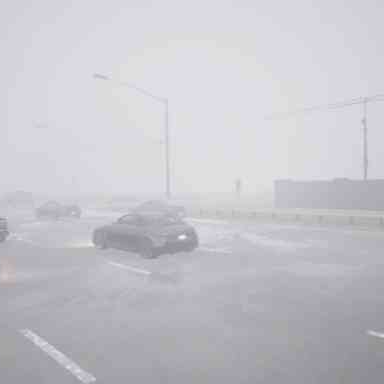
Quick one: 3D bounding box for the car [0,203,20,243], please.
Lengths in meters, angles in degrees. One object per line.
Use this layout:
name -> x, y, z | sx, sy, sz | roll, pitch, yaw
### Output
car -> -9.591, 1.396, 14.452 | 4.902, 1.511, 2.128 | 0, 1, 44

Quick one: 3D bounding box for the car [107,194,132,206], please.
car -> -8.840, 0.983, 42.763 | 4.181, 1.385, 1.994 | -1, 1, -5

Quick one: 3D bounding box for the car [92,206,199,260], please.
car -> -1.762, 1.387, 11.801 | 4.181, 1.385, 1.994 | 0, 1, 44

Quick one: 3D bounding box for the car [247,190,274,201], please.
car -> 10.344, 0.496, 48.339 | 5.008, 1.535, 1.882 | -1, 1, -21

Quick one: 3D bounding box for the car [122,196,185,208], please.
car -> -2.336, 1.187, 22.041 | 4.674, 1.442, 1.812 | 0, 1, 44

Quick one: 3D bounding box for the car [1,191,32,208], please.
car -> -20.892, 0.885, 39.803 | 5.566, 2.045, 2.150 | 0, 1, 44

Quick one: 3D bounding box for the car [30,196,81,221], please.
car -> -9.844, 1.268, 24.386 | 4.674, 1.442, 1.812 | 0, 1, 44
